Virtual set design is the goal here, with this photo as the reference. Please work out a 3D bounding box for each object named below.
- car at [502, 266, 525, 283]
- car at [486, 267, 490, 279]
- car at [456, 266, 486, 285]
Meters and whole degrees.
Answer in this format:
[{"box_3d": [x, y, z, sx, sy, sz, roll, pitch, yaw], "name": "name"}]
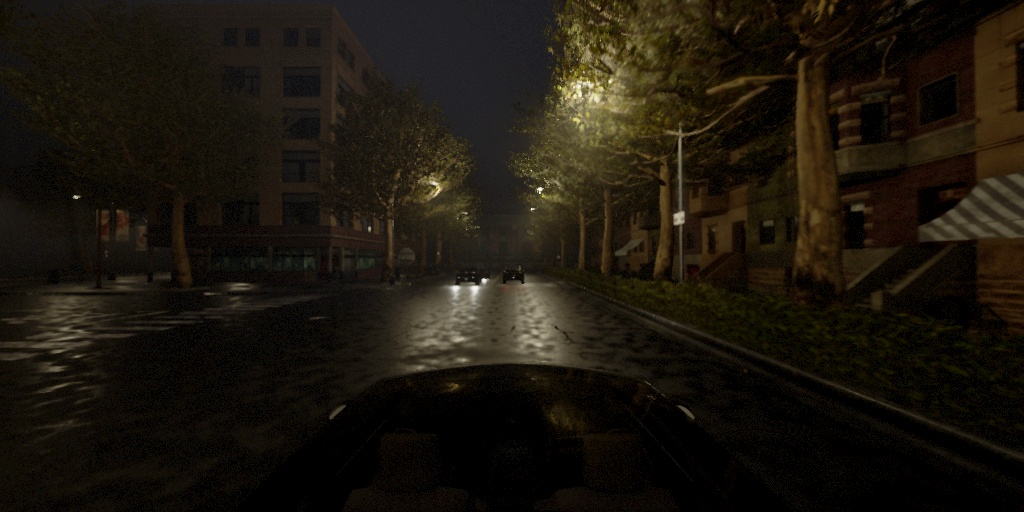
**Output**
[{"box_3d": [0.128, 1.643, 32.529, 2.128, 1.511, 4.902, 0, -1, 0], "name": "car"}, {"box_3d": [-3.536, 1.818, 40.419, 1.994, 1.385, 4.181, 0, -1, 1], "name": "car"}, {"box_3d": [-3.582, 1.630, 30.518, 1.837, 1.490, 4.892, 0, -1, 1], "name": "car"}]
